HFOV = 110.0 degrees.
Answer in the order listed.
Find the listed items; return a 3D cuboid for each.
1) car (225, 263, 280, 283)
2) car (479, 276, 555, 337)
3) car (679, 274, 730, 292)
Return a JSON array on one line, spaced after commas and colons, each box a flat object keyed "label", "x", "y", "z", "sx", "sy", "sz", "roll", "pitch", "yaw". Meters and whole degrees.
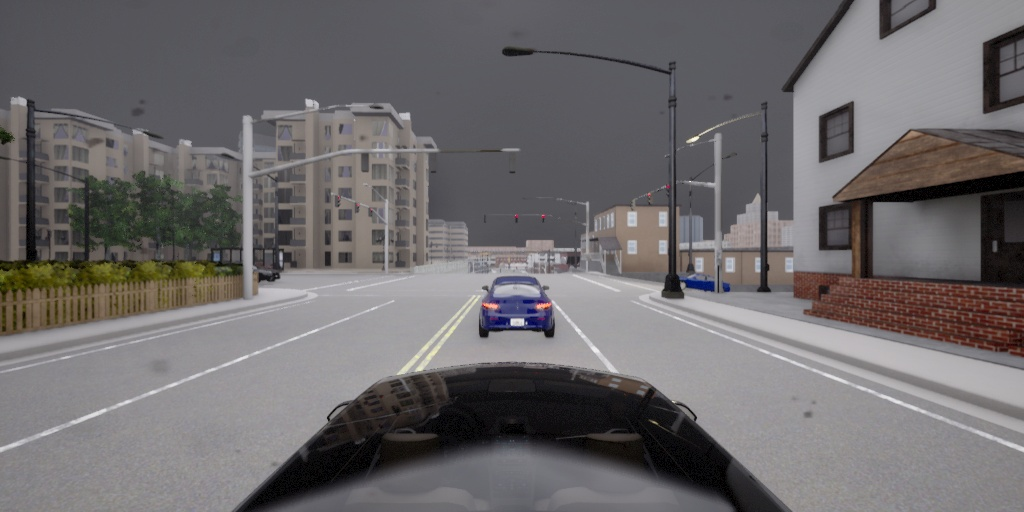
[{"label": "car", "x": -19.886, "y": 1.243, "z": 26.595, "sx": 4.892, "sy": 1.490, "sz": 1.837, "roll": 0, "pitch": 0, "yaw": 1}, {"label": "car", "x": 0.110, "y": 1.272, "z": 10.098, "sx": 1.812, "sy": 1.442, "sz": 4.674, "roll": 0, "pitch": 0, "yaw": 0}, {"label": "car", "x": 15.377, "y": 2.196, "z": 29.783, "sx": 5.008, "sy": 1.535, "sz": 1.882, "roll": 9, "pitch": 0, "yaw": 1}]
